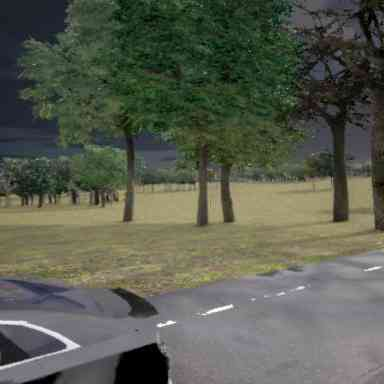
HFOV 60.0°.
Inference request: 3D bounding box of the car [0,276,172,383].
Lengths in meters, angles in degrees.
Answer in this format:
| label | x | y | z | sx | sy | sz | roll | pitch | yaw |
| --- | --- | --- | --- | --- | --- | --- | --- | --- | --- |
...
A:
| label | x | y | z | sx | sy | sz | roll | pitch | yaw |
| --- | --- | --- | --- | --- | --- | --- | --- | --- | --- |
| car | -2.467 | 1.490 | 2.231 | 4.902 | 1.511 | 2.128 | 0 | 0 | -35 |
